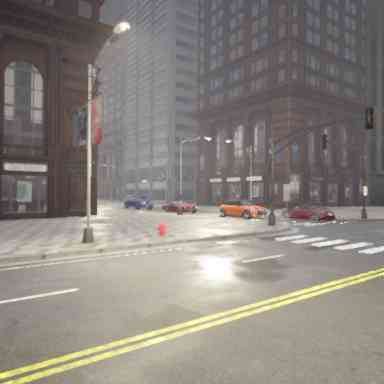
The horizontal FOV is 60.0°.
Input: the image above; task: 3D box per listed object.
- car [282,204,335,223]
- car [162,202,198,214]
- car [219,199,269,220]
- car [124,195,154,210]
[{"bbox_3d":[9.342,1.662,26.947,1.994,1.385,4.181,1,-1,-34],"label":"car"},{"bbox_3d":[-1.347,1.742,36.895,1.895,1.301,4.718,1,-1,-35],"label":"car"},{"bbox_3d":[4.442,1.447,28.770,2.097,1.767,4.553,1,-1,-35],"label":"car"},{"bbox_3d":[-7.309,1.410,45.288,2.150,2.045,5.566,1,-1,-35],"label":"car"}]
